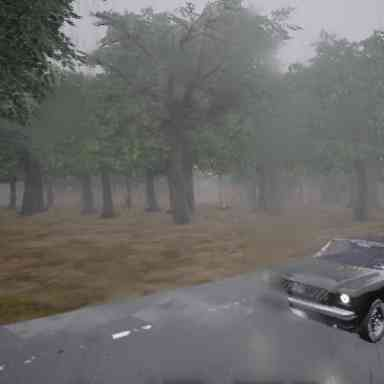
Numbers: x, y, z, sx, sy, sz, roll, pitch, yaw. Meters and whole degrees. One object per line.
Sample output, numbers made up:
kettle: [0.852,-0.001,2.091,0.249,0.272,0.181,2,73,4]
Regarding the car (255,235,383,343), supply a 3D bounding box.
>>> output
car: [3.450,1.585,6.547,4.718,1.301,1.895,0,0,-36]
